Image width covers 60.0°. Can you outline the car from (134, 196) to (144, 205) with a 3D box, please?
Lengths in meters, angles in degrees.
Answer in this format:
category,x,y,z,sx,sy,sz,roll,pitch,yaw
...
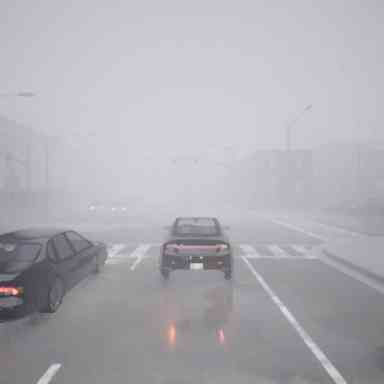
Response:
category,x,y,z,sx,sy,sz,roll,pitch,yaw
car,-10.528,1.465,60.289,1.882,1.535,5.008,0,0,1

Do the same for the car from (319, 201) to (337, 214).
category,x,y,z,sx,sy,sz,roll,pitch,yaw
car,15.719,1.500,34.537,4.902,1.511,2.128,0,0,0

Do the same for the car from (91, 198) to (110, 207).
category,x,y,z,sx,sy,sz,roll,pitch,yaw
car,-14.076,1.549,51.424,1.994,1.385,4.181,0,0,0

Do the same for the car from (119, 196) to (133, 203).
category,x,y,z,sx,sy,sz,roll,pitch,yaw
car,-13.988,1.523,70.660,2.033,1.411,5.357,0,0,0

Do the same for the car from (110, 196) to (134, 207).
category,x,y,z,sx,sy,sz,roll,pitch,yaw
car,-10.592,1.466,50.713,1.882,1.535,5.008,0,0,0

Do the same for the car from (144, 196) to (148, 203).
category,x,y,z,sx,sy,sz,roll,pitch,yaw
car,-10.488,1.539,69.995,1.994,1.385,4.181,0,0,0

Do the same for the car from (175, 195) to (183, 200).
category,x,y,z,sx,sy,sz,roll,pitch,yaw
car,-3.485,1.513,89.238,1.812,1.442,4.674,0,0,0

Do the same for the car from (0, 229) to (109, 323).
category,x,y,z,sx,sy,sz,roll,pitch,yaw
car,-3.414,1.545,7.527,2.033,1.411,5.357,0,0,0

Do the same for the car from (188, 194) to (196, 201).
category,x,y,z,sx,sy,sz,roll,pitch,yaw
car,0.016,1.347,89.223,2.097,1.767,4.553,0,0,0

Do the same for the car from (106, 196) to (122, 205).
category,x,y,z,sx,sy,sz,roll,pitch,yaw
car,-14.024,1.510,60.123,1.812,1.442,4.674,0,0,1

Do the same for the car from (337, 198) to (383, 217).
category,x,y,z,sx,sy,sz,roll,pitch,yaw
car,16.547,1.362,31.036,4.553,1.767,2.097,0,0,0

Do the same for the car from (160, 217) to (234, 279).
category,x,y,z,sx,sy,sz,roll,pitch,yaw
car,0.135,1.491,10.058,2.128,1.511,4.902,0,0,1

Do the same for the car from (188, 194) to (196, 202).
category,x,y,z,sx,sy,sz,roll,pitch,yaw
car,0.014,1.493,78.980,1.837,1.490,4.892,0,0,0
